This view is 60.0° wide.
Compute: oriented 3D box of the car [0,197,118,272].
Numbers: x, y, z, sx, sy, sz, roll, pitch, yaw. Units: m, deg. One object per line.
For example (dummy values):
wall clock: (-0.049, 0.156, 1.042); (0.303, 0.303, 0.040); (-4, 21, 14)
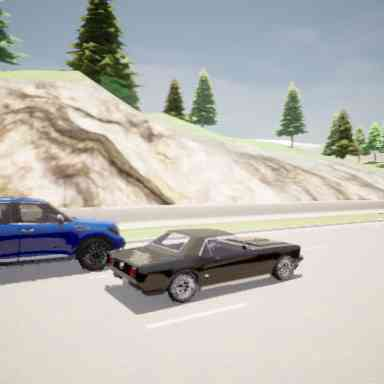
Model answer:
car: (-4.634, 1.138, 8.900); (5.566, 2.045, 2.150); (0, 0, -33)

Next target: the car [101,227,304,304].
car: (0.498, 1.537, 7.989); (4.718, 1.301, 1.895); (0, 1, -33)
